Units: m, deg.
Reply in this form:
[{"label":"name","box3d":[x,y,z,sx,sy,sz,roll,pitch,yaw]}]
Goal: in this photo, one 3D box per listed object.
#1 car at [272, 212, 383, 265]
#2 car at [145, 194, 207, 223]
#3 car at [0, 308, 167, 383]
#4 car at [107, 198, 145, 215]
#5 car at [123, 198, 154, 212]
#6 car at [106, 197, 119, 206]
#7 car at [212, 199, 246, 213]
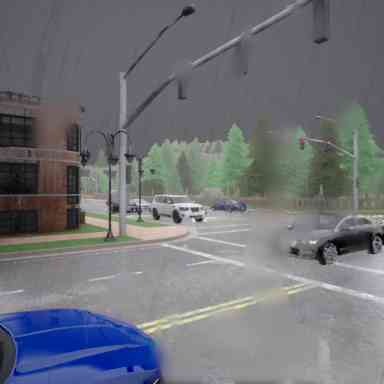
[{"label":"car","box3d":[4.903,1.491,11.692,4.902,1.511,2.128,0,0,-35]},{"label":"car","box3d":[-1.230,1.221,25.806,2.150,2.045,5.566,0,0,-33]},{"label":"car","box3d":[-2.481,1.478,1.971,5.008,1.535,1.882,0,0,-36]},{"label":"car","box3d":[-6.639,1.564,33.513,1.994,1.385,4.181,0,0,-34]},{"label":"car","box3d":[-6.349,1.526,39.232,1.812,1.442,4.674,0,0,-35]},{"label":"car","box3d":[-12.617,1.564,54.574,1.994,1.385,4.181,0,0,-35]},{"label":"car","box3d":[4.026,1.525,36.777,1.812,1.442,4.674,0,0,-34]}]
